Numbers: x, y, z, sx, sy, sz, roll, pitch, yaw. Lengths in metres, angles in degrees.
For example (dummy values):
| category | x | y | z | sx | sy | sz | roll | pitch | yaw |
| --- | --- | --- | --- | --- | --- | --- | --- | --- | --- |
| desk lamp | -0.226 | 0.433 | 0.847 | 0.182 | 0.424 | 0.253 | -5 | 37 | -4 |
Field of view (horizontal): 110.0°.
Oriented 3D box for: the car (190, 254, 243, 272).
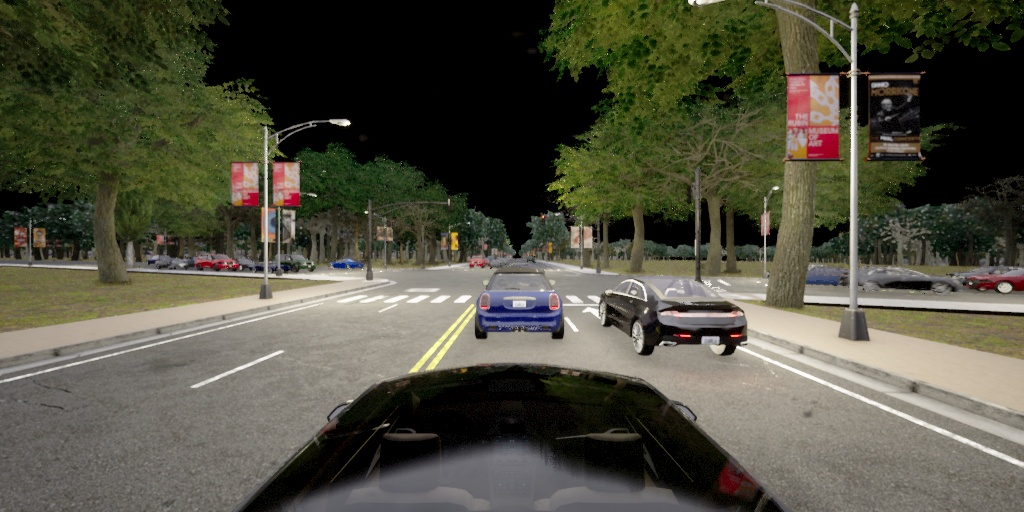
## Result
| category | x | y | z | sx | sy | sz | roll | pitch | yaw |
| --- | --- | --- | --- | --- | --- | --- | --- | --- | --- |
| car | -35.070 | 0.787 | 42.574 | 5.566 | 2.045 | 2.150 | 0 | 0 | 24 |

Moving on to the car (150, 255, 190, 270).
| category | x | y | z | sx | sy | sz | roll | pitch | yaw |
| --- | --- | --- | --- | --- | --- | --- | --- | --- | --- |
| car | -44.261 | 1.010 | 46.700 | 4.902 | 1.511 | 2.128 | 0 | 0 | 24 |

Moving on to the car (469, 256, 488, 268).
| category | x | y | z | sx | sy | sz | roll | pitch | yaw |
| --- | --- | --- | --- | --- | --- | --- | --- | --- | --- |
| car | -5.587 | 0.963 | 58.007 | 2.150 | 2.045 | 5.566 | 0 | 0 | 1 |

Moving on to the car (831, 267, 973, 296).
| category | x | y | z | sx | sy | sz | roll | pitch | yaw |
| --- | --- | --- | --- | --- | --- | --- | --- | --- | --- |
| car | 22.058 | 1.382 | 20.616 | 4.902 | 1.511 | 2.128 | 0 | 0 | 24 |

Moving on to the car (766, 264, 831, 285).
| category | x | y | z | sx | sy | sz | roll | pitch | yaw |
| --- | --- | --- | --- | --- | --- | --- | --- | --- | --- |
| car | 21.158 | 1.423 | 24.790 | 5.357 | 1.411 | 2.033 | 0 | 0 | 21 |

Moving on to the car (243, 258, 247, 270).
| category | x | y | z | sx | sy | sz | roll | pitch | yaw |
| --- | --- | --- | --- | --- | --- | --- | --- | --- | --- |
| car | -34.670 | 1.064 | 45.965 | 4.892 | 1.490 | 1.837 | 0 | 0 | 24 |

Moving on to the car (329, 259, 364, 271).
| category | x | y | z | sx | sy | sz | roll | pitch | yaw |
| --- | --- | --- | --- | --- | --- | --- | --- | --- | --- |
| car | -21.972 | 1.088 | 47.501 | 5.008 | 1.535 | 1.882 | 0 | 0 | 25 |

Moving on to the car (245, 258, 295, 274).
| category | x | y | z | sx | sy | sz | roll | pitch | yaw |
| --- | --- | --- | --- | --- | --- | --- | --- | --- | --- |
| car | -26.006 | 1.216 | 38.514 | 4.718 | 1.301 | 1.895 | 0 | 0 | 27 |

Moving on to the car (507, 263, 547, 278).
| category | x | y | z | sx | sy | sz | roll | pitch | yaw |
| --- | --- | --- | --- | --- | --- | --- | --- | --- | --- |
| car | 1.390 | 1.349 | 35.388 | 1.895 | 1.301 | 4.718 | 0 | 0 | -28 |

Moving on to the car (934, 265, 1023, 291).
| category | x | y | z | sx | sy | sz | roll | pitch | yaw |
| --- | --- | --- | --- | --- | --- | --- | --- | --- | --- |
| car | 31.836 | 1.424 | 23.553 | 4.902 | 1.511 | 2.128 | 0 | 0 | 24 |

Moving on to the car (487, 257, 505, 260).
| category | x | y | z | sx | sy | sz | roll | pitch | yaw |
| --- | --- | --- | --- | --- | --- | --- | --- | --- | --- |
| car | -2.370 | 1.247 | 54.161 | 1.837 | 1.490 | 4.892 | 0 | 0 | 0 |

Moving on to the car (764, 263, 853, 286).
| category | x | y | z | sx | sy | sz | roll | pitch | yaw |
| --- | --- | --- | --- | --- | --- | --- | --- | --- | --- |
| car | 22.625 | 1.366 | 27.659 | 4.902 | 1.511 | 2.128 | 0 | 0 | 26 |

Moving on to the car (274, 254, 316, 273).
| category | x | y | z | sx | sy | sz | roll | pitch | yaw |
| --- | --- | --- | --- | --- | --- | --- | --- | --- | --- |
| car | -25.511 | 0.830 | 41.870 | 5.566 | 2.045 | 2.150 | 0 | 0 | 24 |

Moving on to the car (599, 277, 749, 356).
| category | x | y | z | sx | sy | sz | roll | pitch | yaw |
| --- | --- | --- | --- | --- | --- | --- | --- | --- | --- |
| car | 3.434 | 1.240 | 8.602 | 2.128 | 1.511 | 4.902 | 0 | 0 | 0 |

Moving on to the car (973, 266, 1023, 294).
| category | x | y | z | sx | sy | sz | roll | pitch | yaw |
| --- | --- | --- | --- | --- | --- | --- | --- | --- | --- |
| car | 30.139 | 1.409 | 20.753 | 5.008 | 1.535 | 1.882 | 0 | 0 | 24 |

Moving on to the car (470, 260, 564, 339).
| category | x | y | z | sx | sy | sz | roll | pitch | yaw |
| --- | --- | --- | --- | --- | --- | --- | --- | --- | --- |
| car | 0.199 | 1.100 | 10.192 | 2.097 | 1.767 | 4.553 | 0 | 0 | 1 |
